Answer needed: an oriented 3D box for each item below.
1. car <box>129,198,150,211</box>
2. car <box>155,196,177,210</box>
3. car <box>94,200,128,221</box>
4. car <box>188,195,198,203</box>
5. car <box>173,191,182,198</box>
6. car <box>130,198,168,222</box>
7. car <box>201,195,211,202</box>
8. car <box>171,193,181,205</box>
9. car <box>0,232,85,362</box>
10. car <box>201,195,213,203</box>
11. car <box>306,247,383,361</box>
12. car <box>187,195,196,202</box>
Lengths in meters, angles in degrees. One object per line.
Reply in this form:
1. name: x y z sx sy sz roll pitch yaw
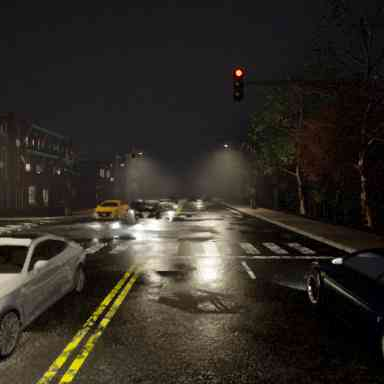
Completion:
1. car: -6.618 1.551 42.323 1.994 1.385 4.181 0 0 0
2. car: -3.368 1.588 42.634 1.895 1.301 4.718 0 0 0
3. car: -6.611 1.471 27.551 1.882 1.535 5.008 0 0 0
4. car: 0.068 1.501 69.695 1.812 1.442 4.674 0 0 0
5. car: -3.283 0.813 72.563 2.150 2.045 5.566 0 0 0
6. car: -3.361 1.487 26.559 2.128 1.511 4.902 0 0 0
7. car: 3.212 1.510 78.552 2.033 1.411 5.357 0 0 0
8. car: -3.362 1.458 57.106 1.882 1.535 5.008 0 0 0
9. car: -3.353 1.524 6.009 1.812 1.442 4.674 0 0 0
10. car: 3.320 1.467 68.368 2.128 1.511 4.902 0 0 0
11. car: 3.335 1.563 5.273 1.994 1.385 4.181 0 0 1
12. car: -0.037 1.494 79.776 2.128 1.511 4.902 0 0 0
